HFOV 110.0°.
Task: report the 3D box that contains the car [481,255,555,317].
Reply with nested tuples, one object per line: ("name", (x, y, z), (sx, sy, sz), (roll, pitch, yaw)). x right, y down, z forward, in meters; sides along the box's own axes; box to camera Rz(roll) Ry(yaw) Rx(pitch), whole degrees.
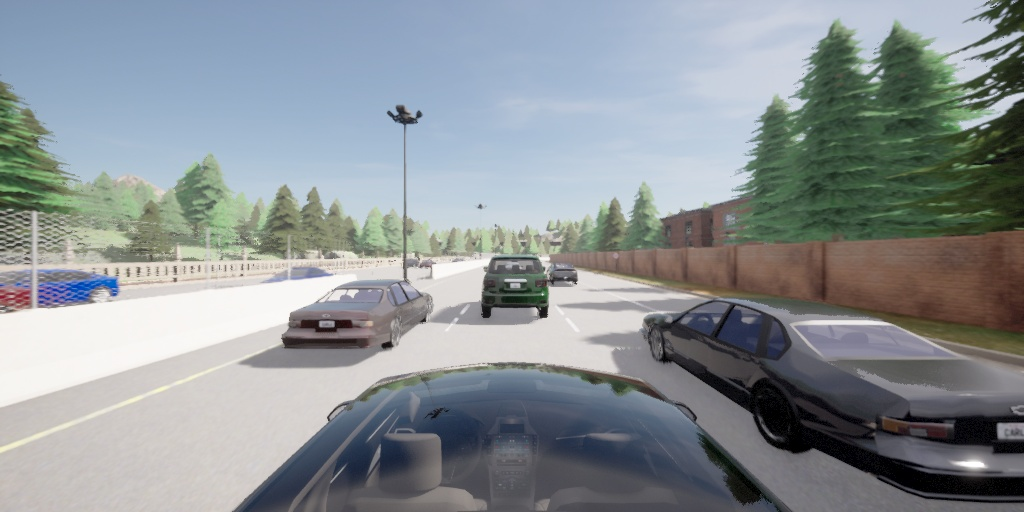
("car", (0.095, 0.972, 13.274), (2.150, 2.045, 5.566), (0, 0, 0))

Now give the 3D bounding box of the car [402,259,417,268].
("car", (-16.977, 1.268, 60.702), (1.837, 1.490, 4.892), (0, 0, 2))

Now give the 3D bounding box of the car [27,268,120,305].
("car", (-17.605, 1.227, 13.096), (1.882, 1.535, 5.008), (0, 0, 0))

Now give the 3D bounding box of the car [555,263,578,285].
("car", (3.521, 1.243, 25.967), (2.128, 1.511, 4.902), (0, 0, 0))

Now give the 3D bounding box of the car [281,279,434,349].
("car", (-3.401, 1.298, 9.086), (2.033, 1.411, 5.357), (0, 0, 0))

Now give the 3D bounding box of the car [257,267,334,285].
("car", (-10.620, 1.276, 17.981), (1.812, 1.442, 4.674), (0, 0, 0))

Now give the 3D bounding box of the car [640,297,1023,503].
("car", (3.600, 1.298, 5.070), (2.033, 1.411, 5.357), (0, 0, 0))

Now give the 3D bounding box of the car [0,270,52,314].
("car", (-14.100, 1.227, 7.689), (1.882, 1.535, 5.008), (0, 0, 0))

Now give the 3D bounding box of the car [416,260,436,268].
("car", (-13.548, 1.316, 58.091), (1.994, 1.385, 4.181), (0, 0, 2))
